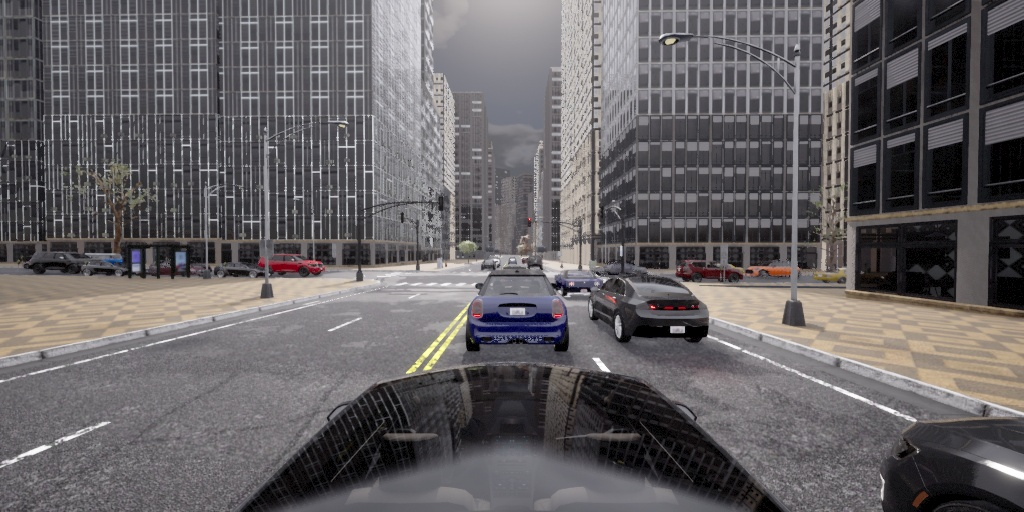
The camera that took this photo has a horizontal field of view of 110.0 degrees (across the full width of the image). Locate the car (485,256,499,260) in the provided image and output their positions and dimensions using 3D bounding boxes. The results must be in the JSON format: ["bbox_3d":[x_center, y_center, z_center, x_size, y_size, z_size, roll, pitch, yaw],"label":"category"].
[{"bbox_3d":[-3.271,1.193,50.633,1.882,1.535,5.008,0,0,0],"label":"car"}]

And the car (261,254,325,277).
[{"bbox_3d":[-20.236,0.808,32.934,5.566,2.045,2.150,0,1,1],"label":"car"}]

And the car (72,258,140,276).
[{"bbox_3d":[-34.054,1.069,30.608,4.313,1.339,1.948,0,0,1],"label":"car"}]

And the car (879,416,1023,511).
[{"bbox_3d":[3.345,1.255,0.308,1.837,1.490,4.892,0,0,0],"label":"car"}]

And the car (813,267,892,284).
[{"bbox_3d":[27.682,1.579,29.486,4.829,1.417,1.751,0,0,1],"label":"car"}]

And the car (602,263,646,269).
[{"bbox_3d":[10.503,1.360,35.464,5.357,1.411,2.033,0,1,-1],"label":"car"}]

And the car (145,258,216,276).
[{"bbox_3d":[-30.595,0.997,33.163,4.892,1.490,1.837,1,1,1],"label":"car"}]

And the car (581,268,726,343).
[{"bbox_3d":[3.361,1.251,9.706,1.837,1.490,4.892,0,0,0],"label":"car"}]

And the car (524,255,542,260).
[{"bbox_3d":[3.342,0.934,53.176,2.150,2.045,5.566,0,0,1],"label":"car"}]

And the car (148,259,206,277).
[{"bbox_3d":[-28.374,1.138,30.427,4.207,1.307,1.802,0,0,1],"label":"car"}]

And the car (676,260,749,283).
[{"bbox_3d":[16.234,1.269,29.700,5.009,1.841,2.192,0,0,1],"label":"car"}]

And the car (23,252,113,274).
[{"bbox_3d":[-41.332,0.616,33.405,5.566,2.045,2.150,1,1,2],"label":"car"}]

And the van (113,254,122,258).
[{"bbox_3d":[-45.233,0.605,39.286,3.998,1.789,1.690,0,0,1],"label":"van"}]

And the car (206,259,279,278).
[{"bbox_3d":[-22.690,1.174,30.285,4.313,1.339,1.948,0,0,1],"label":"car"}]

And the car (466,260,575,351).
[{"bbox_3d":[0.110,1.099,9.100,2.097,1.767,4.553,0,0,0],"label":"car"}]

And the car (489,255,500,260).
[{"bbox_3d":[-3.242,0.925,60.582,2.150,2.045,5.566,0,0,0],"label":"car"}]

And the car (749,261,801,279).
[{"bbox_3d":[25.552,1.294,35.300,4.553,1.767,2.097,0,1,1],"label":"car"}]

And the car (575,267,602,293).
[{"bbox_3d":[3.376,1.341,19.017,1.895,1.301,4.718,0,0,0],"label":"car"}]
